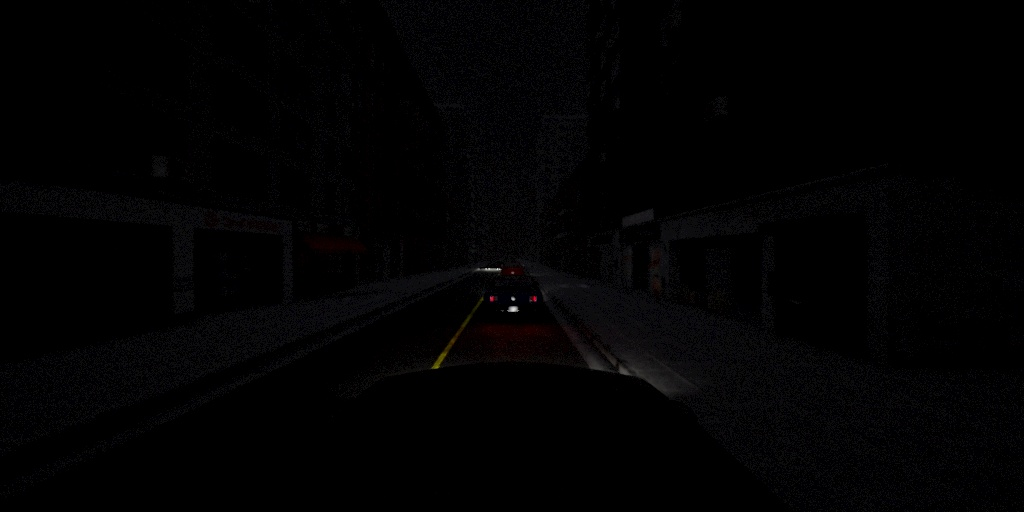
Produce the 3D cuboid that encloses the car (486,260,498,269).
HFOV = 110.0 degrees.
[{"bbox_3d":[-2.830,1.251,54.247,1.994,1.385,4.181,0,0,0],"label":"car"}]

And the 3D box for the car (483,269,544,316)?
[{"bbox_3d":[0.060,1.331,13.185,1.895,1.301,4.718,0,0,0],"label":"car"}]

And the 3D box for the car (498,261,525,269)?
[{"bbox_3d":[0.068,1.184,31.146,1.882,1.535,5.008,0,0,0],"label":"car"}]
